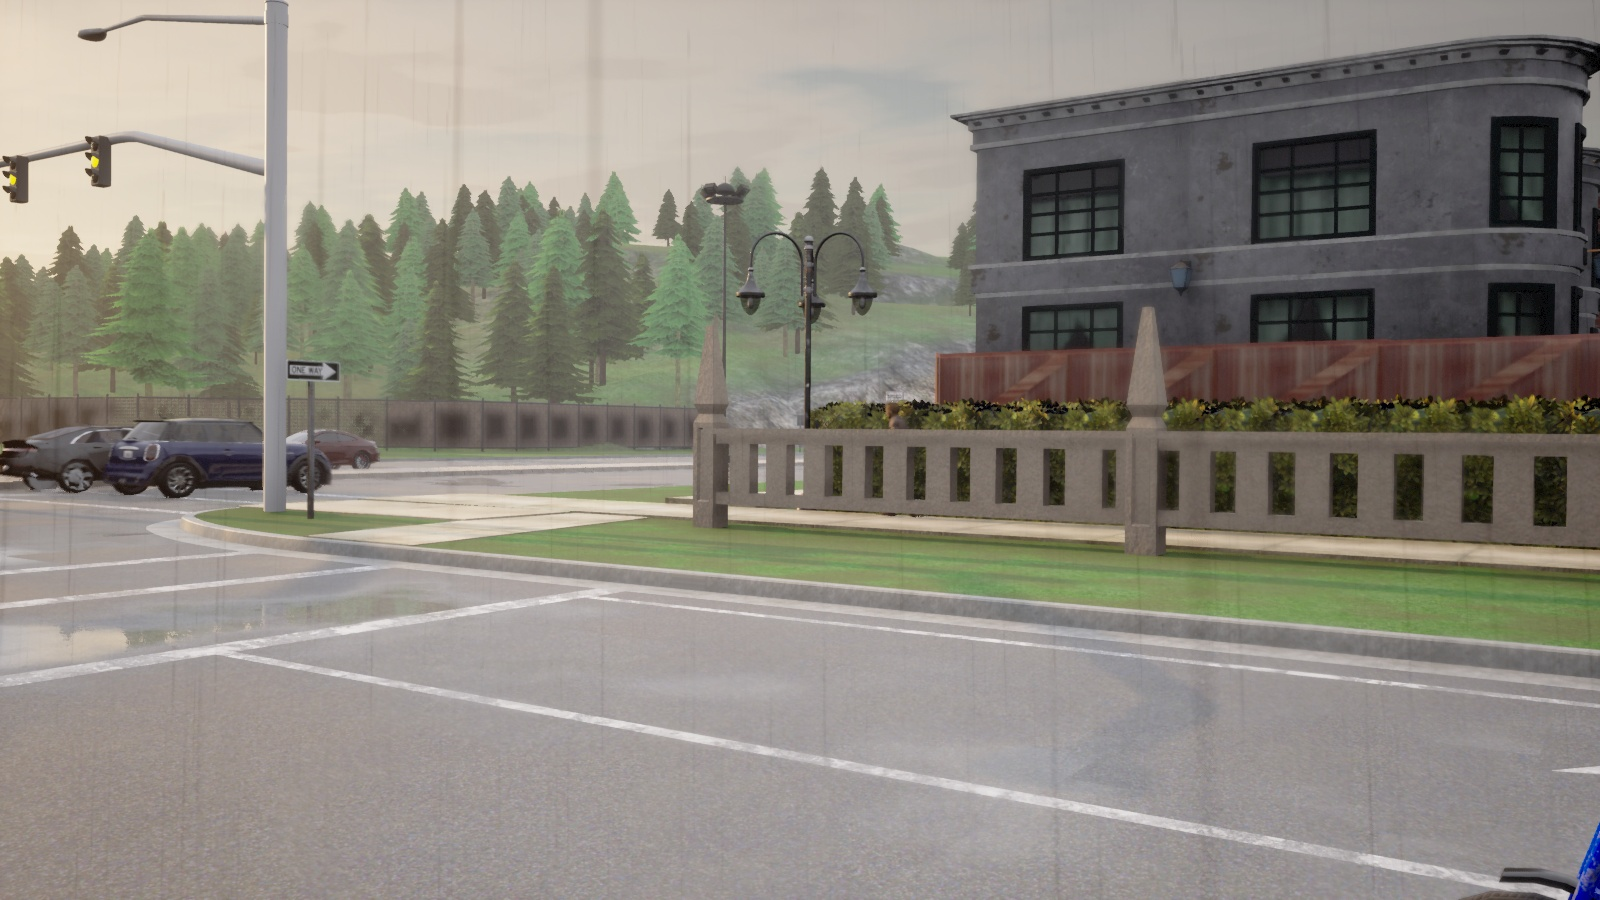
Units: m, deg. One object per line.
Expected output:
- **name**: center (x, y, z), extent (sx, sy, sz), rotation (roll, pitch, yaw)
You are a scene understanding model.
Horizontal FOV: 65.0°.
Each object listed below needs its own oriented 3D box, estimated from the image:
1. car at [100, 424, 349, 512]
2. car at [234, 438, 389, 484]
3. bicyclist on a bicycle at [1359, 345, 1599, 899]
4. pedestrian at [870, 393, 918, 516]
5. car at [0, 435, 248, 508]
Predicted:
- **car**: center (-12.568, 0.325, 27.700), extent (2.097, 1.767, 4.553), rotation (0, 1, 34)
- **car**: center (-16.435, 0.326, 42.475), extent (1.812, 1.442, 4.674), rotation (0, 1, 34)
- **bicyclist on a bicycle**: center (1.935, 0.618, 2.330), extent (1.509, 1.612, 0.866), rotation (0, 1, 34)
- **pedestrian**: center (1.433, 0.065, 19.184), extent (0.634, 1.846, 0.331), rotation (0, 1, 37)
- **car**: center (-15.746, 0.431, 29.250), extent (2.128, 1.511, 4.902), rotation (0, 1, 34)
